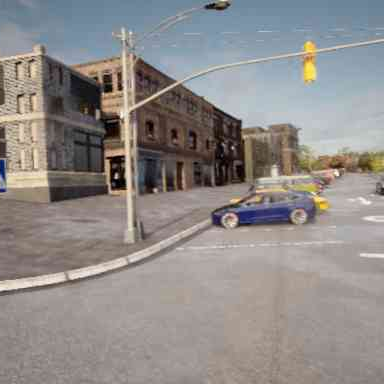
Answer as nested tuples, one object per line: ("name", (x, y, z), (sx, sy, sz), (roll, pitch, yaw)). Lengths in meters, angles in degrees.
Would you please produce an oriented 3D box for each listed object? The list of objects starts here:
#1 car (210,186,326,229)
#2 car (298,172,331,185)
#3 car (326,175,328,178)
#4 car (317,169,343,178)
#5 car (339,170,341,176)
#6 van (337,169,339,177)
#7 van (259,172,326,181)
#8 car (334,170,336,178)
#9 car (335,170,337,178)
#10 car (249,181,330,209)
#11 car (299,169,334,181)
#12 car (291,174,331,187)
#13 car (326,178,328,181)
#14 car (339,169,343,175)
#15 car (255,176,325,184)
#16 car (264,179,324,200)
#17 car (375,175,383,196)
("car", (3.217, 0.747, 15.362), (4.792, 1.488, 2.163), (-3, 3, 1))
("car", (19.864, -2.229, 54.076), (4.553, 1.767, 2.185), (-3, 3, 5))
("car", (12.391, -0.849, 37.613), (4.674, 1.452, 2.002), (-3, 3, 3))
("car", (35.793, -4.806, 86.412), (5.566, 2.045, 2.435), (-3, 2, 7))
("car", (29.100, -3.532, 73.000), (5.008, 1.535, 2.097), (-3, 2, 7))
("van", (27.870, -3.559, 70.292), (4.442, 1.987, 1.878), (-3, 2, 6))
("van", (6.727, -0.118, 23.679), (4.442, 1.987, 1.878), (-3, 3, 2))
("car", (22.446, -2.510, 59.529), (5.008, 1.535, 2.097), (-3, 2, 6))
("car", (23.588, -2.707, 62.241), (5.366, 1.575, 1.946), (-3, 3, 6))
("car", (4.623, 0.498, 18.070), (5.366, 1.575, 1.946), (-3, 3, 1))
("car", (13.603, -1.342, 40.372), (5.566, 2.045, 2.435), (-3, 2, 4))
("car", (17.299, -1.697, 48.625), (5.008, 1.535, 2.097), (-3, 3, 5))
("car", (7.737, -0.085, 26.491), (4.892, 1.521, 2.231), (-3, 2, 2))
("car", (30.396, -3.985, 75.670), (5.566, 2.045, 2.435), (-3, 3, 7))
("car", (5.484, 0.189, 20.881), (4.553, 1.767, 2.185), (-3, 2, 1))
("car", (8.886, -0.246, 29.278), (4.674, 1.452, 2.002), (-3, 3, 2))
("car", (16.525, -0.670, 27.433), (2.097, 1.767, 4.553), (-1, 3, 22))
